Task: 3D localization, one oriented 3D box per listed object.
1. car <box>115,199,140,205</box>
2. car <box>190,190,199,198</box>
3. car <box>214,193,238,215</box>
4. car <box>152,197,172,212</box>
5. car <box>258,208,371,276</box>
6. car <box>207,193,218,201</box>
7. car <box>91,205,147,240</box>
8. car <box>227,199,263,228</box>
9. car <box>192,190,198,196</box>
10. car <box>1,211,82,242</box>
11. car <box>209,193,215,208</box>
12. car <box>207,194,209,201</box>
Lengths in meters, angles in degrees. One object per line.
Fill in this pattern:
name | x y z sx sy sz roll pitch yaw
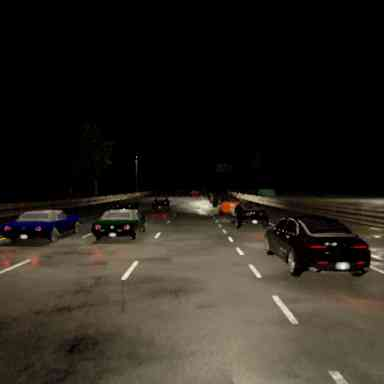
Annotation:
car | -6.769 1.435 35.287 1.895 1.301 4.718 0 1 0
car | 0.581 0.550 75.106 1.812 1.442 4.674 0 1 1
car | 3.607 1.210 32.063 2.097 1.767 4.553 0 0 0
car | -3.262 1.316 36.251 2.128 1.511 4.902 0 1 0
car | 3.510 1.460 10.152 1.837 1.490 4.892 0 0 0
car | 3.944 0.919 64.996 2.033 1.411 5.357 0 1 1
car | -3.370 1.529 16.414 1.895 1.301 4.718 0 0 0
car | 3.546 1.412 21.123 1.837 1.490 4.892 0 0 0
car | 0.828 0.292 90.545 1.812 1.442 4.674 0 1 1
car | -6.872 1.531 15.853 1.895 1.301 4.718 0 0 0
car | 3.693 1.089 43.024 2.097 1.767 4.553 0 1 1
car | 3.809 1.008 54.215 1.801 1.575 5.366 0 1 1
